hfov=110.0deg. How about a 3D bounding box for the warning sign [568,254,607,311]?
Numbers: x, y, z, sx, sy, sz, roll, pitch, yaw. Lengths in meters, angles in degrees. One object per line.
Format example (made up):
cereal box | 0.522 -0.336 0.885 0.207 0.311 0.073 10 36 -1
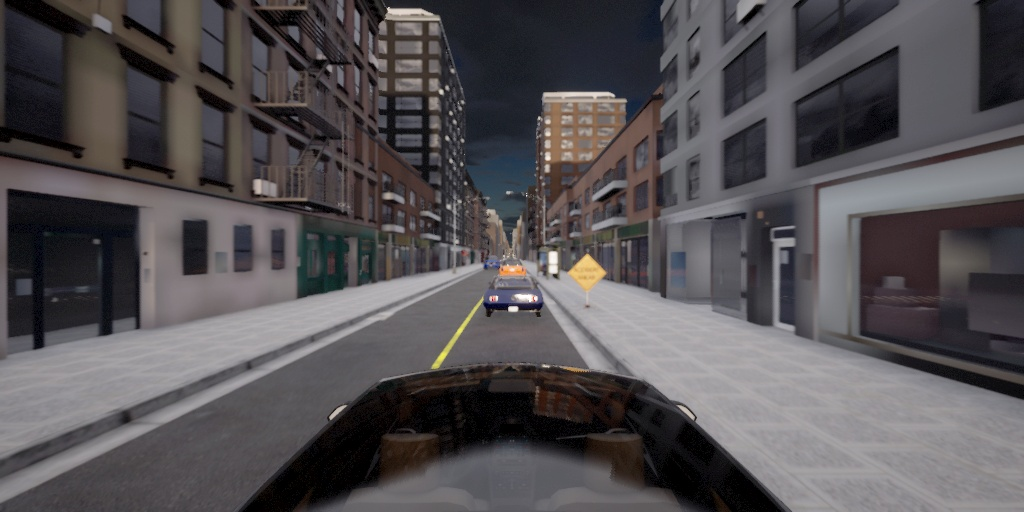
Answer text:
warning sign | 2.516 0.849 12.045 1.300 1.860 1.060 0 0 0

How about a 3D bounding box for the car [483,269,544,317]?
car | 0.062 1.334 13.174 1.895 1.301 4.718 0 0 0

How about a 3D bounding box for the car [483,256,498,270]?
car | -2.841 0.954 51.168 2.150 2.045 5.566 0 0 0

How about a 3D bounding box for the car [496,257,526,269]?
car | 0.065 1.079 29.327 2.097 1.767 4.553 0 0 0
